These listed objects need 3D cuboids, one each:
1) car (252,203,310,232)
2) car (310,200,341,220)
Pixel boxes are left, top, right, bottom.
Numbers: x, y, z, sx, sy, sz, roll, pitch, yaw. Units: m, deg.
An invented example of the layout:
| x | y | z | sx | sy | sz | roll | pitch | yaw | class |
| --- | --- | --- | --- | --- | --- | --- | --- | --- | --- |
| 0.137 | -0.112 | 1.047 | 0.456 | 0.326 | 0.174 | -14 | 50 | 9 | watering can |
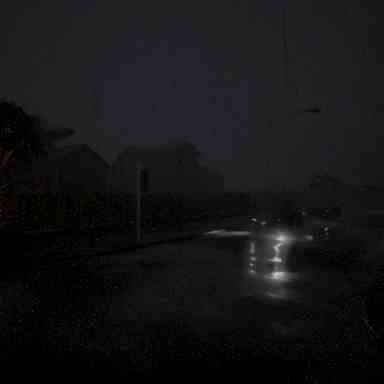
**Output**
| x | y | z | sx | sy | sz | roll | pitch | yaw | class |
| --- | --- | --- | --- | --- | --- | --- | --- | --- | --- |
| 5.249 | 1.449 | 19.884 | 1.837 | 1.490 | 4.892 | 1 | 0 | 36 | car |
| 11.209 | 1.422 | 28.179 | 1.882 | 1.535 | 5.008 | 1 | 0 | 36 | car |
